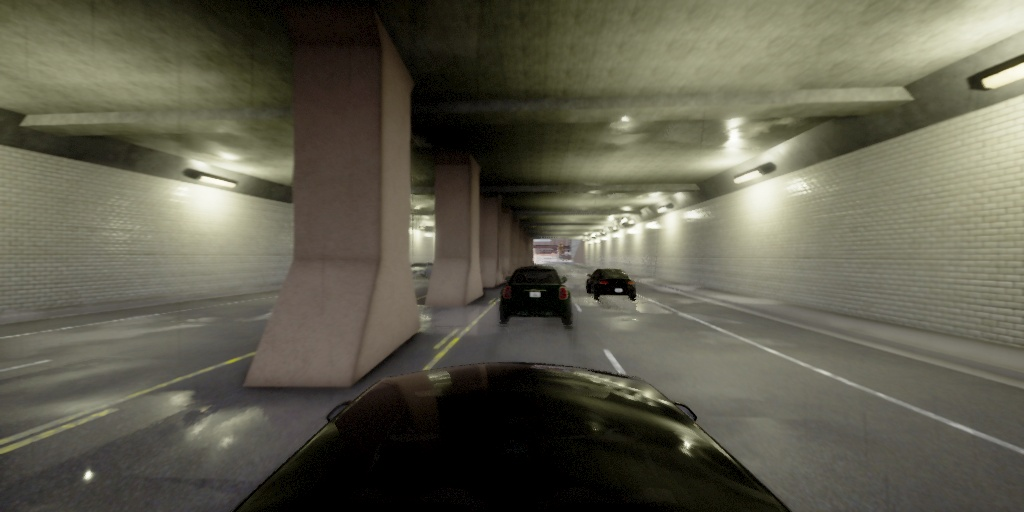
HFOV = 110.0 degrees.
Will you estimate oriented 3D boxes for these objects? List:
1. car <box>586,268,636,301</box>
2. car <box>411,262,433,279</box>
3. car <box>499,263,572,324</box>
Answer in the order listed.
[{"bbox_3d":[4.761,1.299,17.617,1.812,1.442,4.674,0,0,5],"label":"car"},{"bbox_3d":[-8.145,1.232,32.414,1.812,1.442,4.674,0,0,5],"label":"car"},{"bbox_3d":[0.813,1.105,12.181,2.097,1.767,4.553,0,0,4],"label":"car"}]
